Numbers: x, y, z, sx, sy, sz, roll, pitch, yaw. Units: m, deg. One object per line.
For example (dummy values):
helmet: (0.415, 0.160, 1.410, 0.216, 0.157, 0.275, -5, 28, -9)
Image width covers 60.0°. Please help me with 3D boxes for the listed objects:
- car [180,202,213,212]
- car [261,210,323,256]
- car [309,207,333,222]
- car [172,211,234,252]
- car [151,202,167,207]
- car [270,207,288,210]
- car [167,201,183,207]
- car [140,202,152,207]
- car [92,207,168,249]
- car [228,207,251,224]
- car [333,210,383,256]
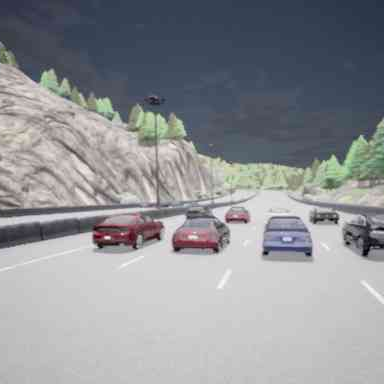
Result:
car: (0.679, 1.991, 30.306, 1.837, 1.490, 4.892, -1, -1, 14)
car: (3.836, 1.687, 13.736, 2.033, 1.411, 5.357, -1, -1, 14)
car: (10.827, 1.923, 27.610, 1.895, 1.301, 4.718, -1, -1, 14)
car: (0.523, 1.762, 14.914, 1.994, 1.385, 4.181, -1, -1, 14)
car: (-6.722, 2.971, 73.775, 1.895, 1.301, 4.718, -1, -1, 14)
car: (7.427, 1.976, 28.438, 1.895, 1.301, 4.718, -1, -1, 14)
car: (-3.316, 2.801, 72.977, 1.882, 1.535, 5.008, -1, -1, 14)
car: (-10.116, 2.954, 74.635, 2.128, 1.511, 4.902, -1, -1, 14)
car: (-2.837, 1.731, 15.899, 1.882, 1.535, 5.008, -1, -1, 14)
car: (4.077, 1.995, 29.462, 1.994, 1.385, 4.181, -1, -1, 14)
car: (7.314, 1.584, 13.219, 2.128, 1.511, 4.902, -1, -1, 14)
